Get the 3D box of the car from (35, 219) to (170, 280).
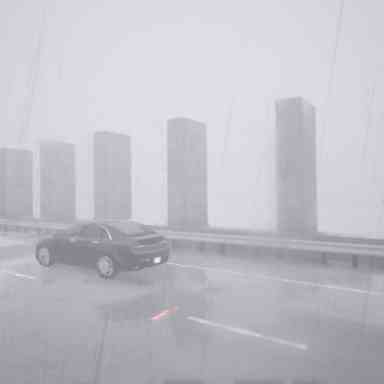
[{"bbox_3d":[-2.910,1.607,10.314,4.892,1.490,1.837,-1,-1,35],"label":"car"}]
